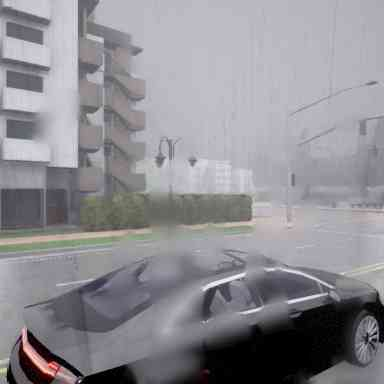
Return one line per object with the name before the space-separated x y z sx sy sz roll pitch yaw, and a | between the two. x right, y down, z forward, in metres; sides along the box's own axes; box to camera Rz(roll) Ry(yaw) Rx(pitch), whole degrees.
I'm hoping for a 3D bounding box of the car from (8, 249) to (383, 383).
car | 0.520 1.492 4.128 4.902 1.511 2.128 0 0 -35
